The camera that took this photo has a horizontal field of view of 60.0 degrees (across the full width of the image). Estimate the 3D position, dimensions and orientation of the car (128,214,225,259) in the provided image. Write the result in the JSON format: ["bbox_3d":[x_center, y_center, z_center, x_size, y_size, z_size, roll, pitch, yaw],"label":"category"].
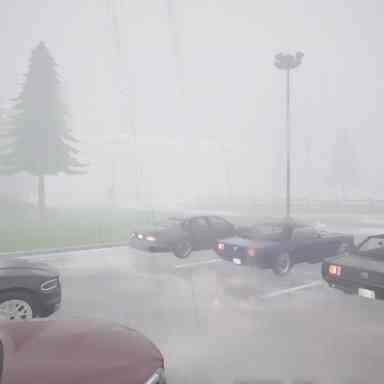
[{"bbox_3d":[0.305,1.547,12.687,5.357,1.411,2.033,0,0,-35],"label":"car"}]

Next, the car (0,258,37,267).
[{"bbox_3d":[-4.543,1.478,4.806,5.008,1.535,1.882,0,0,-36],"label":"car"}]

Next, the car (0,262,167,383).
[{"bbox_3d":[-2.337,1.526,2.079,4.674,1.442,1.812,0,0,-36],"label":"car"}]

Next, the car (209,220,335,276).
[{"bbox_3d":[3.050,1.601,10.335,4.718,1.301,1.895,0,0,-35],"label":"car"}]

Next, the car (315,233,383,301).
[{"bbox_3d":[5.070,1.601,7.477,4.718,1.301,1.895,0,0,-35],"label":"car"}]
